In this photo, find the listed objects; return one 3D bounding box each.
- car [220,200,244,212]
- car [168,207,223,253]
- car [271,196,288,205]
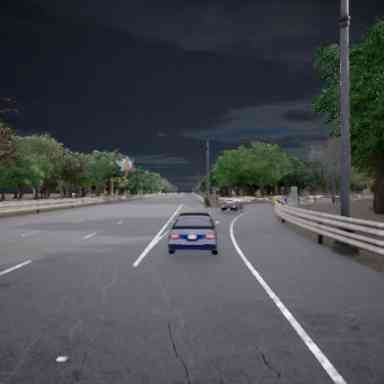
[{"bbox_3d":[4.673,1.587,37.792,1.895,1.301,4.718,0,0,19],"label":"car"},{"bbox_3d":[0.126,1.543,13.563,2.033,1.411,5.357,0,0,3],"label":"car"},{"bbox_3d":[15.618,1.451,59.084,1.882,1.535,5.008,0,0,35],"label":"car"}]
